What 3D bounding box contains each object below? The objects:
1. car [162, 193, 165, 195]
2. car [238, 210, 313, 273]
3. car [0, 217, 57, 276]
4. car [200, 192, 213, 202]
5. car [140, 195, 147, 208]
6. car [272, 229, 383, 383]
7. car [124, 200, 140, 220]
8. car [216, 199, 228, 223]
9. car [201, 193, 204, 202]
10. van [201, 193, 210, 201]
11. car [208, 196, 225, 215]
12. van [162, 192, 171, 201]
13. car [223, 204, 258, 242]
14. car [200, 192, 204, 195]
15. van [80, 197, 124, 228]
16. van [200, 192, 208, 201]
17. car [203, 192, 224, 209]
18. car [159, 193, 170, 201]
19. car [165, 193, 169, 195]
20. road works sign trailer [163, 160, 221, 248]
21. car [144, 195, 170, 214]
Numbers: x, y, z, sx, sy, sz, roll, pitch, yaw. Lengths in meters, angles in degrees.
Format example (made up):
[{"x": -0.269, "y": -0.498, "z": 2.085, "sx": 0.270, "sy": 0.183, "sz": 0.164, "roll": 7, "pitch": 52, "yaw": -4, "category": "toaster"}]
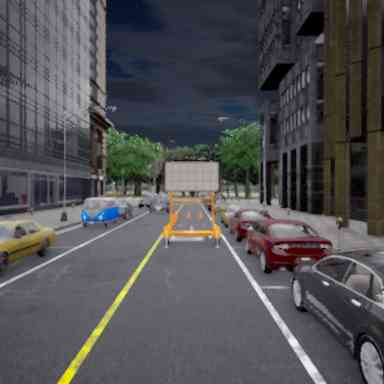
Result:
[{"x": -5.770, "y": 1.280, "z": 53.644, "sx": 1.752, "sy": 1.417, "sz": 4.829, "roll": 0, "pitch": 0, "yaw": 0, "category": "car"}, {"x": 2.761, "y": 1.495, "z": 10.315, "sx": 1.887, "sy": 1.381, "sz": 4.507, "roll": 0, "pitch": 0, "yaw": 0, "category": "car"}, {"x": -5.764, "y": 1.476, "z": 10.144, "sx": 1.752, "sy": 1.417, "sz": 4.829, "roll": 0, "pitch": 0, "yaw": 0, "category": "car"}, {"x": 2.753, "y": 1.024, "z": 64.689, "sx": 2.192, "sy": 1.841, "sz": 5.009, "roll": 0, "pitch": 0, "yaw": 0, "category": "car"}, {"x": -5.769, "y": 1.367, "z": 42.939, "sx": 1.947, "sy": 1.339, "sz": 4.313, "roll": 0, "pitch": 0, "yaw": 0, "category": "car"}, {"x": 2.762, "y": 1.527, "z": 4.877, "sx": 2.008, "sy": 1.369, "sz": 4.403, "roll": 0, "pitch": 0, "yaw": 0, "category": "car"}, {"x": -5.767, "y": 1.425, "z": 26.626, "sx": 2.008, "sy": 1.369, "sz": 4.403, "roll": 0, "pitch": 0, "yaw": 0, "category": "car"}, {"x": 2.760, "y": 1.424, "z": 21.360, "sx": 1.752, "sy": 1.417, "sz": 4.829, "roll": 0, "pitch": 0, "yaw": 0, "category": "car"}, {"x": 2.755, "y": 1.299, "z": 53.815, "sx": 1.887, "sy": 1.381, "sz": 4.507, "roll": 0, "pitch": 0, "yaw": 0, "category": "car"}, {"x": 2.752, "y": 1.028, "z": 70.127, "sx": 1.690, "sy": 1.788, "sz": 3.998, "roll": 0, "pitch": 0, "yaw": 0, "category": "van"}, {"x": 2.758, "y": 1.374, "z": 32.235, "sx": 1.752, "sy": 1.417, "sz": 4.829, "roll": 0, "pitch": 0, "yaw": 0, "category": "car"}, {"x": -5.774, "y": 1.006, "z": 75.563, "sx": 1.690, "sy": 1.788, "sz": 3.998, "roll": 0, "pitch": 0, "yaw": 0, "category": "van"}, {"x": 2.760, "y": 1.470, "z": 15.753, "sx": 1.887, "sy": 1.381, "sz": 4.507, "roll": 0, "pitch": 0, "yaw": 0, "category": "car"}, {"x": 2.754, "y": 1.171, "z": 59.252, "sx": 1.967, "sy": 1.590, "sz": 4.097, "roll": 0, "pitch": 0, "yaw": 0, "category": "car"}, {"x": -5.766, "y": 1.241, "z": 21.188, "sx": 1.690, "sy": 1.788, "sz": 3.998, "roll": 0, "pitch": 0, "yaw": 0, "category": "van"}, {"x": 2.752, "y": 1.005, "z": 75.564, "sx": 1.690, "sy": 1.788, "sz": 3.998, "roll": 0, "pitch": 0, "yaw": 0, "category": "van"}, {"x": 2.757, "y": 1.140, "z": 37.501, "sx": 2.192, "sy": 1.841, "sz": 5.009, "roll": 0, "pitch": 0, "yaw": 0, "category": "car"}, {"x": -5.773, "y": 1.127, "z": 70.126, "sx": 1.967, "sy": 1.590, "sz": 4.097, "roll": 0, "pitch": 0, "yaw": 0, "category": "car"}, {"x": -5.771, "y": 1.297, "z": 59.251, "sx": 1.947, "sy": 1.339, "sz": 4.313, "roll": 0, "pitch": 0, "yaw": 0, "category": "car"}, {"x": -0.001, "y": 0.395, "z": 14.452, "sx": 2.380, "sy": 3.560, "sz": 2.880, "roll": 0, "pitch": 0, "yaw": 0, "category": "road works sign trailer"}, {"x": -3.099, "y": 1.336, "z": 33.092, "sx": 2.128, "sy": 1.511, "sz": 4.902, "roll": 0, "pitch": 0, "yaw": 0, "category": "car"}]
